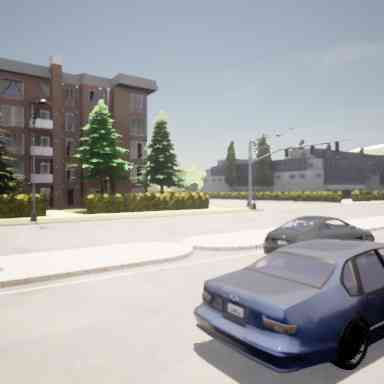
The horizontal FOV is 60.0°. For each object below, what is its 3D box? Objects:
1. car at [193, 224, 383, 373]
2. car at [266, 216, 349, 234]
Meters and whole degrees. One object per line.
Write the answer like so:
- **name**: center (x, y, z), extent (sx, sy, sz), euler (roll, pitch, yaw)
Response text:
- **car**: center (2.594, 1.512, 5.624), extent (5.357, 1.411, 2.033), euler (0, 0, -35)
- **car**: center (4.340, 1.496, 11.181), extent (4.181, 1.385, 1.994), euler (0, 0, -36)
